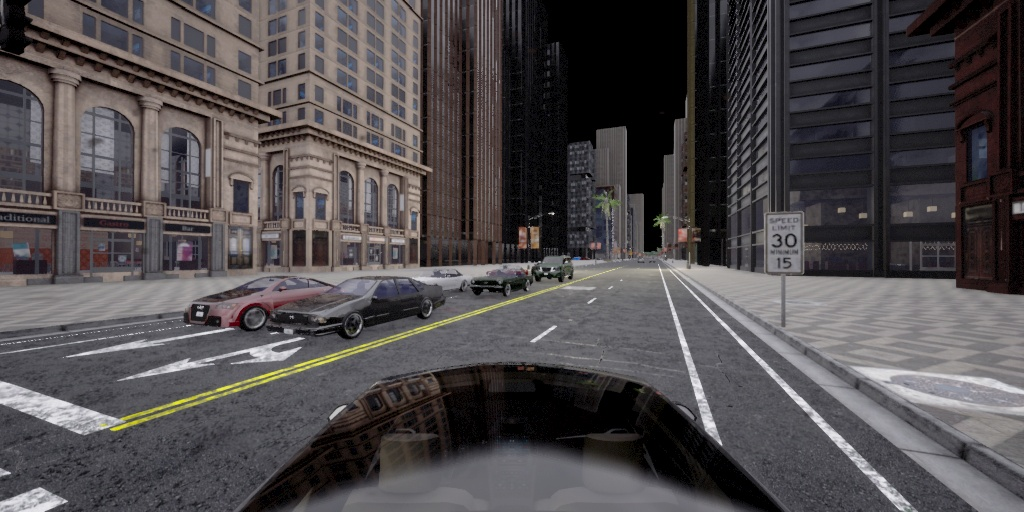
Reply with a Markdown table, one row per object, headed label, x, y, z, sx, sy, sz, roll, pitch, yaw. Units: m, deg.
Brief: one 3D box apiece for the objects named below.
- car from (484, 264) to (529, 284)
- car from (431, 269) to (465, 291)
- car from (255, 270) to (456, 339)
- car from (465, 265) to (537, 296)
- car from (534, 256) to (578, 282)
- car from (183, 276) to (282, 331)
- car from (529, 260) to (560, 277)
| label | x | y | z | sx | sy | sz | roll | pitch | yaw |
| --- | --- | --- | --- | --- | --- | --- | --- | --- | --- |
| car | -0.304 | 1.364 | 28.442 | 1.895 | 1.301 | 4.718 | 0 | 0 | 22 |
| car | -4.021 | 1.356 | 19.200 | 1.895 | 1.301 | 4.718 | 0 | 0 | 22 |
| car | -4.016 | 1.299 | 10.497 | 2.033 | 1.411 | 5.357 | 0 | 0 | 22 |
| car | -0.439 | 1.357 | 19.394 | 1.895 | 1.301 | 4.718 | 0 | 0 | 22 |
| car | 3.555 | 0.986 | 29.318 | 2.150 | 2.045 | 5.566 | 0 | 0 | 22 |
| car | -7.285 | 1.315 | 11.069 | 1.994 | 1.385 | 4.181 | 0 | 0 | 22 |
| car | 3.538 | 1.250 | 37.897 | 1.882 | 1.535 | 5.008 | 0 | 0 | 22 |
